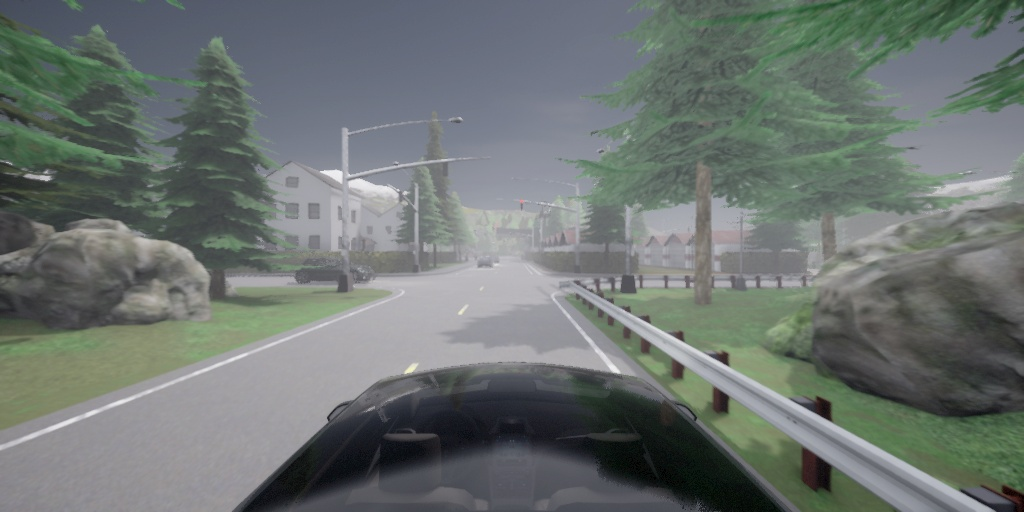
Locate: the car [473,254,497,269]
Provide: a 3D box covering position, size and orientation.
[{"bbox_3d":[-3.403,0.843,46.295,2.033,1.411,5.357,0,1,1],"label":"car"}]

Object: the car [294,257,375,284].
[{"bbox_3d":[-11.220,0.859,22.984,4.553,1.767,2.097,0,1,0],"label":"car"}]
